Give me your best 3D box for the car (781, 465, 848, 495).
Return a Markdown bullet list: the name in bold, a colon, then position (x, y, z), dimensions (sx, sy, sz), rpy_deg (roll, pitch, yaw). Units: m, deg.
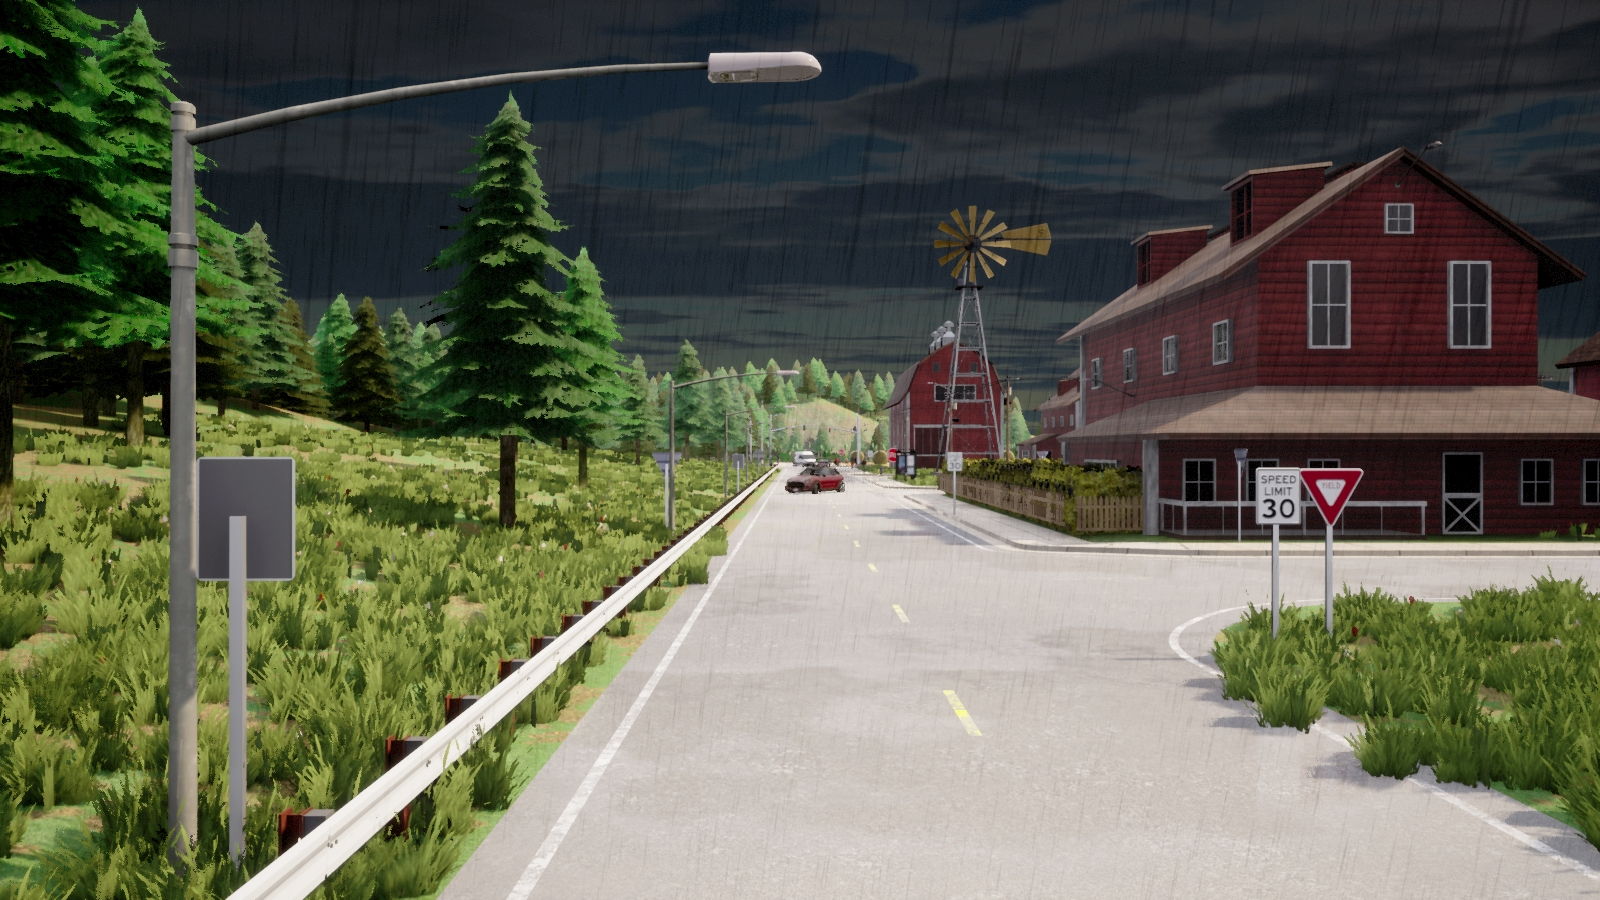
- **car**: position (0.966, 1.906, 72.969), dimensions (2.097, 1.767, 4.553), rpy_deg (0, 0, 34)
